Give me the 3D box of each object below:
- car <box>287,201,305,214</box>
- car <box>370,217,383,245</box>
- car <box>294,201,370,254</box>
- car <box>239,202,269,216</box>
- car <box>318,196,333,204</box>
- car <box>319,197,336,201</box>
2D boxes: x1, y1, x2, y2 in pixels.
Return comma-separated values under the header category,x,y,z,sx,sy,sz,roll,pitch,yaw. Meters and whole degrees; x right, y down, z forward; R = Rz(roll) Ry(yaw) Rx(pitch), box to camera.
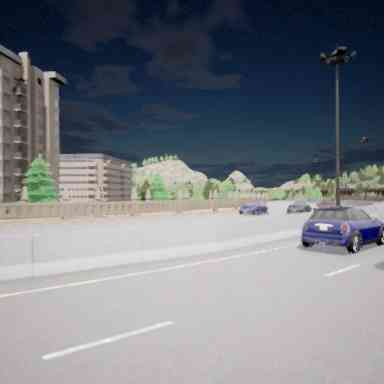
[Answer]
category,x,y,z,sx,sy,sz,roll,pitch,yaw
car,12.217,1.778,37.715,1.812,1.442,4.674,0,-1,32
car,7.740,1.541,10.517,4.902,1.511,2.128,0,0,-43
car,6.610,1.426,14.260,4.553,1.767,2.097,0,-1,-43
car,6.784,1.770,35.952,1.812,1.442,4.674,0,-1,36
car,29.119,1.732,72.662,1.882,1.535,5.008,0,-1,7
car,14.016,1.569,34.112,2.097,1.767,4.553,0,-1,33
